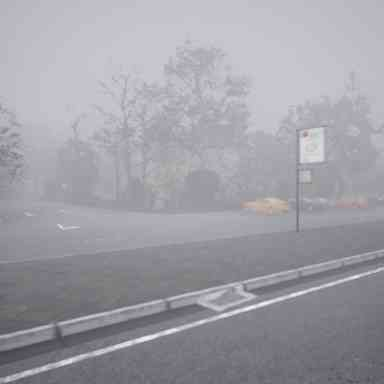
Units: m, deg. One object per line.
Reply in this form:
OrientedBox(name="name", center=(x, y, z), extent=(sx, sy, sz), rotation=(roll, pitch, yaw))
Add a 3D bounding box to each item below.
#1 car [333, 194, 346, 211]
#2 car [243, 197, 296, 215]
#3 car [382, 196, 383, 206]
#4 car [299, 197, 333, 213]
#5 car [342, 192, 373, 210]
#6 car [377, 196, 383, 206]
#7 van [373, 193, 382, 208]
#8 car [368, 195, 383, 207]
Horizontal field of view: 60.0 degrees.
OrientedBox(name="car", center=(13.812, 1.305, 36.359), extent=(2.002, 1.452, 4.674), rotation=(0, 0, -35))
OrientedBox(name="car", center=(7.012, 1.289, 31.504), extent=(2.097, 1.535, 5.008), rotation=(0, 0, -35))
OrientedBox(name="car", center=(25.145, 1.323, 44.443), extent=(2.002, 1.452, 4.674), rotation=(0, 0, -36))
OrientedBox(name="car", center=(11.541, 1.269, 34.743), extent=(2.097, 1.535, 5.008), rotation=(0, 0, -35))
OrientedBox(name="car", center=(18.365, 1.140, 39.565), extent=(2.185, 1.767, 4.553), rotation=(0, 0, -36))
OrientedBox(name="car", center=(29.679, 1.296, 47.681), extent=(2.097, 1.535, 5.008), rotation=(0, 0, -36))
OrientedBox(name="van", center=(20.543, 1.043, 41.300), extent=(1.878, 1.987, 4.442), rotation=(0, 0, -36))
OrientedBox(name="car", center=(27.517, 1.286, 45.914), extent=(1.946, 1.575, 5.366), rotation=(0, 0, -36))
